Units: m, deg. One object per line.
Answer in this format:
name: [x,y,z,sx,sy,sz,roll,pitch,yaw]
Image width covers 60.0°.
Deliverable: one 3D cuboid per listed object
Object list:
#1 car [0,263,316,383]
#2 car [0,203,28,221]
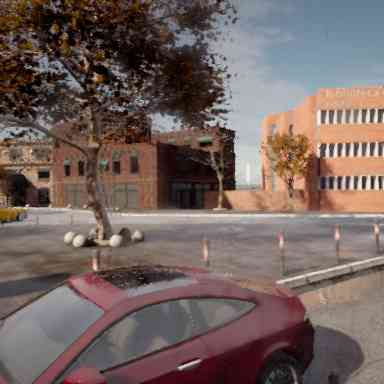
car: [-0.734,1.523,3.153,4.674,1.442,1.812,0,0,-35]
car: [-14.308,1.455,23.878,1.882,1.535,5.008,1,1,26]
